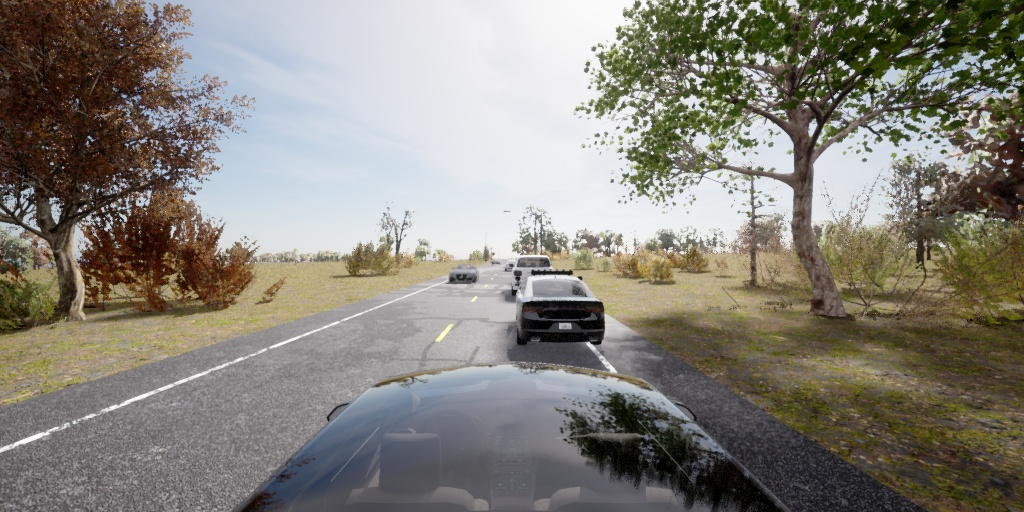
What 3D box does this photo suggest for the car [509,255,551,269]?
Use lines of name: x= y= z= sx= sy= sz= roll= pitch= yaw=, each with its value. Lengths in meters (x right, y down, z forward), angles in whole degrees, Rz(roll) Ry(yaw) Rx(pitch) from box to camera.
car: x=1.051 y=0.978 z=19.569 sx=2.150 sy=2.045 sz=5.566 roll=0 pitch=0 yaw=0

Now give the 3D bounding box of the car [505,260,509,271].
car: x=0.040 y=1.283 z=48.268 sx=1.812 sy=1.442 sz=4.674 roll=0 pitch=0 yaw=1

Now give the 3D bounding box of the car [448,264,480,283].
car: x=-3.599 y=1.319 z=27.480 sx=1.994 sy=1.385 sz=4.181 roll=0 pitch=0 yaw=0

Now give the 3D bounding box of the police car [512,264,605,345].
police car: x=1.051 y=1.177 z=9.648 sx=1.930 sy=1.638 sz=5.238 roll=0 pitch=0 yaw=0
